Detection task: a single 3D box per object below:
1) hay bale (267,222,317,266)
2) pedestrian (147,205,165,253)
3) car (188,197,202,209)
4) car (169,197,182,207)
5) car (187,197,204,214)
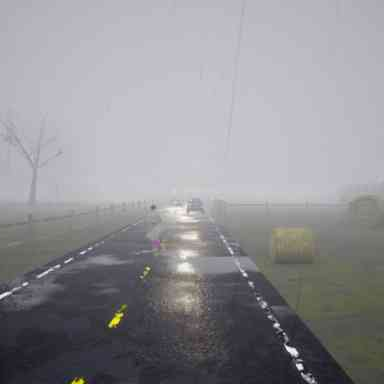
[{"bbox_3d":[3.223,1.652,10.851,1.220,1.180,1.240,1,1,0],"label":"hay bale"},{"bbox_3d":[-1.338,1.290,12.300,0.375,1.860,0.375,-1,1,4],"label":"pedestrian"},{"bbox_3d":[0.444,1.480,47.482,1.882,1.535,5.008,0,0,1],"label":"car"},{"bbox_3d":[-2.444,1.496,50.715,2.128,1.511,4.902,0,0,1],"label":"car"},{"bbox_3d":[0.375,1.544,35.766,2.033,1.411,5.357,0,0,0],"label":"car"}]
